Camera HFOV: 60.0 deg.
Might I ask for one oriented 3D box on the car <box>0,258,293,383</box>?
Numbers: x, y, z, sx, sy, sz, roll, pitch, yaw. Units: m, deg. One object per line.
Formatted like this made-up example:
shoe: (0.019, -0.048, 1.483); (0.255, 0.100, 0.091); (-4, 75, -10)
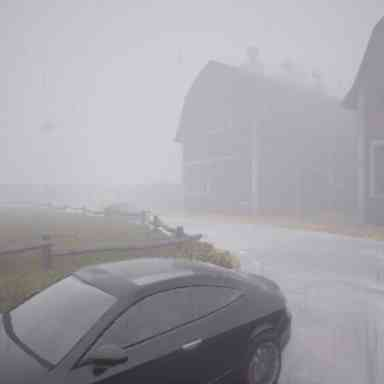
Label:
car: (-0.769, 1.528, 3.463); (4.674, 1.442, 1.812); (0, 0, -41)

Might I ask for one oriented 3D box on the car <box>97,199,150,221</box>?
car: (-4.977, 1.511, 25.091); (2.128, 1.511, 4.902); (0, 0, -38)

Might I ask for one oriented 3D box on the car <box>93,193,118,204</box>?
car: (-14.234, 1.253, 55.372); (5.566, 2.045, 2.150); (0, 0, 40)

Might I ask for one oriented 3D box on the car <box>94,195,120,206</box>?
car: (-11.299, 1.505, 45.332); (1.882, 1.535, 5.008); (0, 0, 0)
